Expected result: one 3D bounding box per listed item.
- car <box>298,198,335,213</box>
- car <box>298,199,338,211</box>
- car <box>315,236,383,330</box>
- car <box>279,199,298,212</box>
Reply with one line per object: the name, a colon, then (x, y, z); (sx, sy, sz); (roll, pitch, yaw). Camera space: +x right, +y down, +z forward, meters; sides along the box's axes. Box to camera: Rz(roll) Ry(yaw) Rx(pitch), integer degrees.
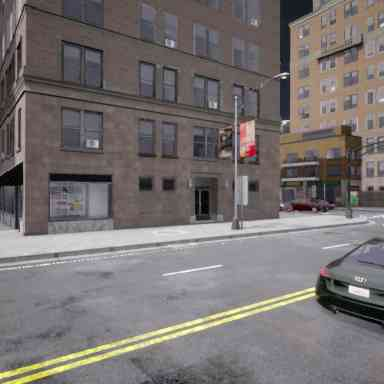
car: (12.698, 1.468, 36.773); (1.882, 1.535, 5.008); (0, 0, -35)
car: (15.806, 1.576, 41.900); (1.947, 1.339, 4.313); (0, 0, -35)
car: (4.311, 1.564, 6.493); (4.181, 1.385, 1.994); (0, 0, -35)
car: (9.238, 1.420, 37.291); (1.967, 1.590, 4.097); (0, 0, -35)
